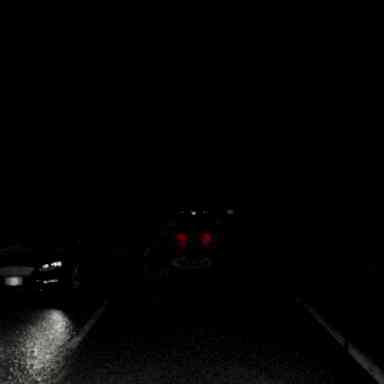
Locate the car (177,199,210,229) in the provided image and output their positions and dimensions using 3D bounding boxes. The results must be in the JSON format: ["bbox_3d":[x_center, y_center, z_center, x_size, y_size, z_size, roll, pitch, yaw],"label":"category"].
[{"bbox_3d":[0.102,1.528,24.143,2.150,2.045,5.566,0,-1,0],"label":"car"}]

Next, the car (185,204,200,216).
[{"bbox_3d":[0.098,2.263,42.976,1.837,1.490,4.892,0,-2,0],"label":"car"}]

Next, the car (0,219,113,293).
[{"bbox_3d":[-3.522,1.537,9.064,2.128,1.511,4.902,0,-1,0],"label":"car"}]
